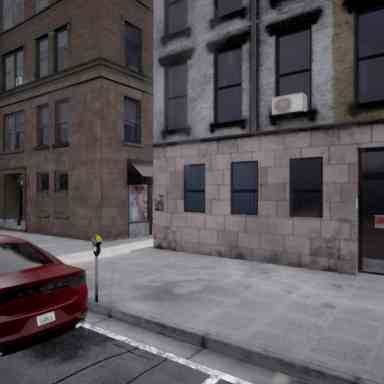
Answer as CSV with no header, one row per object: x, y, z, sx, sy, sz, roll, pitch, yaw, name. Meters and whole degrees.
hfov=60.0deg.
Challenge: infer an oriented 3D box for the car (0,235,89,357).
-3.896,1.478,5.723,5.008,1.535,1.882,0,0,35,car
